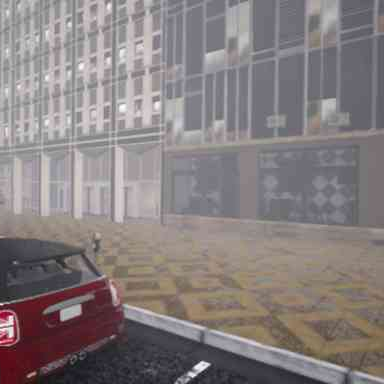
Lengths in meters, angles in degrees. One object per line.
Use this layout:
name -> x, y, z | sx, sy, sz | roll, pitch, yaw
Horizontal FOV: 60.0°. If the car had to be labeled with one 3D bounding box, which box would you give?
car -> -2.986, 1.414, 4.997 | 4.097, 1.590, 1.967 | 0, 1, 36
